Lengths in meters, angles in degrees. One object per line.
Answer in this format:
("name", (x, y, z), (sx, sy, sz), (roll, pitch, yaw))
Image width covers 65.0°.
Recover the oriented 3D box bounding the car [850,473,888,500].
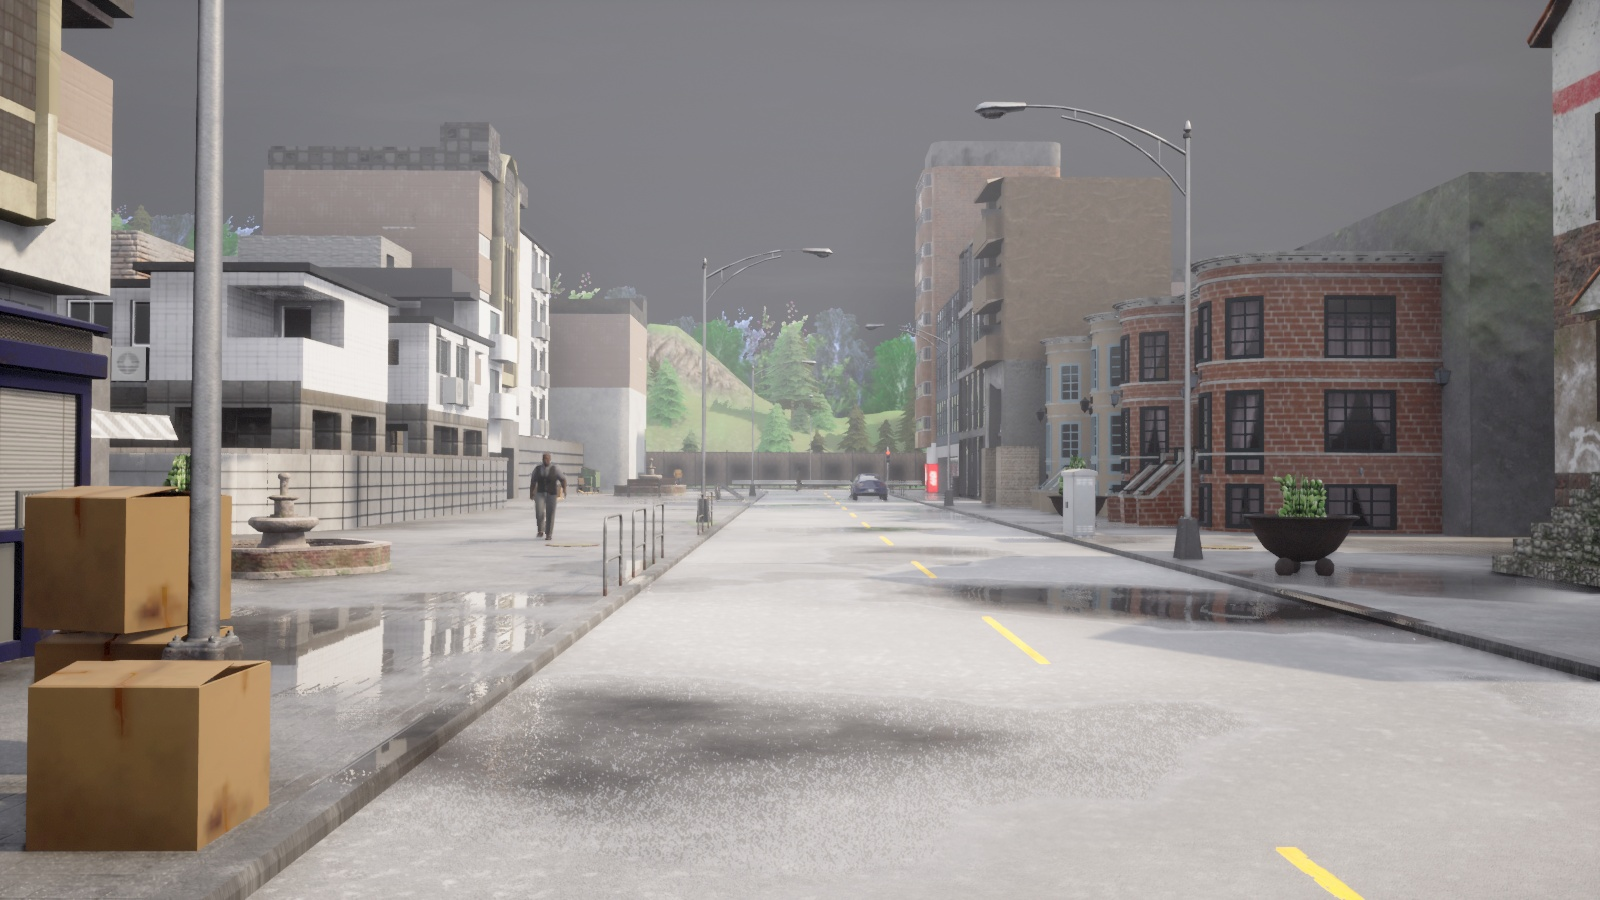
("car", (3.776, 1.981, 69.019), (1.812, 1.442, 4.674), (0, -1, 0))
